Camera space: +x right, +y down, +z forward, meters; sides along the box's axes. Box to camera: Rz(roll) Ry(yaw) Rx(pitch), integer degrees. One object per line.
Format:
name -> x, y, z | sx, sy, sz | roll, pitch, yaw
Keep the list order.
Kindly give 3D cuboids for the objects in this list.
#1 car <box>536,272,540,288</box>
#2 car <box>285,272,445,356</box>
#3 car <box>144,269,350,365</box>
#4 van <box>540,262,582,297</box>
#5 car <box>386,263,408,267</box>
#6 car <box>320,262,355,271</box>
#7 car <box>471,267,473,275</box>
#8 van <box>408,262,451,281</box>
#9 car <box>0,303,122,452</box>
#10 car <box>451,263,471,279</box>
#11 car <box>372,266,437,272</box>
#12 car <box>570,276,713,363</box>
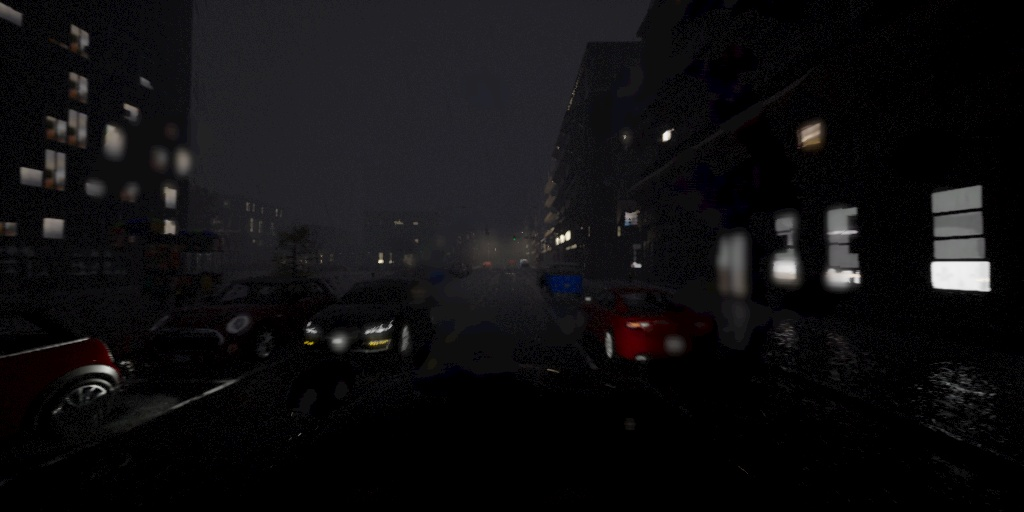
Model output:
car -> 2.694, 1.497, 25.099 | 1.948, 1.339, 4.313 | 0, 0, 0
car -> -3.100, 1.312, 8.871 | 1.837, 1.490, 4.892 | 0, 0, 0
car -> -5.656, 1.241, 8.130 | 1.967, 1.591, 4.097 | 0, 0, 0
van -> 2.694, 1.229, 19.453 | 1.690, 1.789, 3.998 | 0, 0, 0
car -> -19.708, 1.894, 62.311 | 4.403, 1.370, 2.007 | 0, 0, 1
car -> -26.368, 1.629, 53.765 | 4.097, 1.591, 1.967 | 0, 0, 1
car -> -5.652, 1.599, 42.004 | 1.888, 1.381, 4.507 | 0, 0, 0
van -> -5.654, 1.272, 25.067 | 1.690, 1.789, 3.998 | 0, 0, 0
car -> -5.663, 1.196, 2.484 | 1.967, 1.591, 4.097 | 0, 0, 0
car -> -5.653, 1.453, 36.358 | 1.967, 1.591, 4.097 | 0, 0, 0
car -> -5.655, 1.434, 19.421 | 1.888, 1.381, 4.507 | 0, 0, 0
car -> 2.692, 1.346, 8.162 | 1.888, 1.381, 4.507 | 0, 0, 0
